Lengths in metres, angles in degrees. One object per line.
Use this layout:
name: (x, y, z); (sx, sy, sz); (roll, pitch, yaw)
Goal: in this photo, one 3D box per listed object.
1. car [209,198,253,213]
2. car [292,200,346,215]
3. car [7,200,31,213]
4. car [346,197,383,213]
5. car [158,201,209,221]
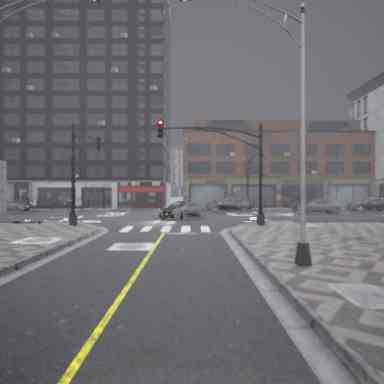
car: (3.794, 1.354, 34.393); (4.902, 1.511, 2.128); (0, 0, 0)
car: (11.589, 1.400, 31.101); (4.181, 1.385, 1.994); (0, 0, -2)
car: (-18.974, 1.470, 34.367); (4.181, 1.385, 1.994); (0, 0, 0)
car: (18.487, 1.338, 34.409); (4.892, 1.490, 1.837); (0, 0, 0)
car: (-0.758, 1.406, 25.620); (1.994, 1.385, 4.181); (-1, 0, 32)
